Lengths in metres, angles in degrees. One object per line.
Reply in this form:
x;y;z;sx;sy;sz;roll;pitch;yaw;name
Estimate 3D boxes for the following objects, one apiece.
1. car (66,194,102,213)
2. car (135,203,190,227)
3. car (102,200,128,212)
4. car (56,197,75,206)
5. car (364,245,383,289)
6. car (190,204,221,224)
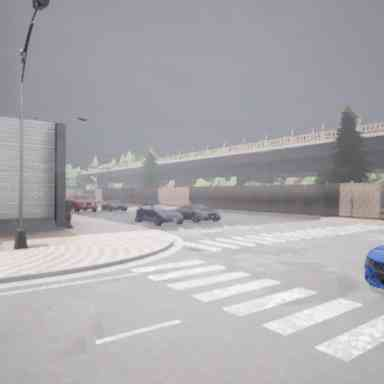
-12.547;1.239;37.643;2.150;2.045;5.566;0;0;-36;car
-2.420;1.545;23.474;1.812;1.442;4.674;0;0;-35;car
-9.123;1.605;38.869;1.994;1.385;4.181;0;0;-36;car
-21.317;1.562;56.103;1.837;1.490;4.892;0;-1;-36;car
6.272;1.547;8.330;5.008;1.535;1.882;0;0;-35;car
0.326;1.606;25.642;1.994;1.385;4.181;0;0;-36;car
